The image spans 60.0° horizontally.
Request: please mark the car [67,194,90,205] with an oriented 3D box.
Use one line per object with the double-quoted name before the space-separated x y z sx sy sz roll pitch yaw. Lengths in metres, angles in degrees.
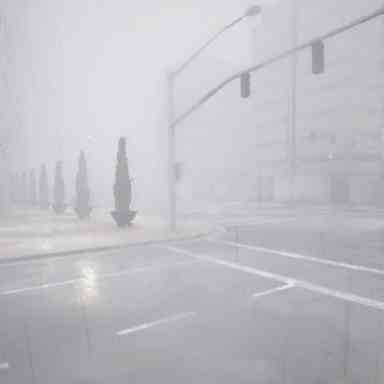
"car" -16.973 1.321 50.577 1.895 1.301 4.718 -1 1 -34
